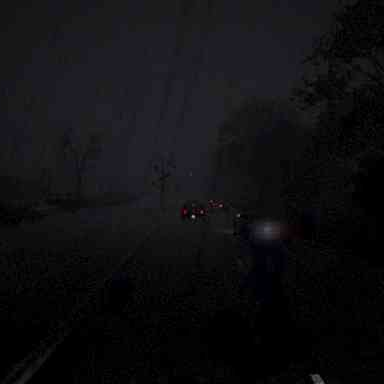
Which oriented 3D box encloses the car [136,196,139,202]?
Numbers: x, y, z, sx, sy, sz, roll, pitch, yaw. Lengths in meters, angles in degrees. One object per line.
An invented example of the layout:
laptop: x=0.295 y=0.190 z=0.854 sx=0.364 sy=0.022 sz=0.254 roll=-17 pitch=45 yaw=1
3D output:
car: x=-13.717 y=1.198 z=64.291 sx=5.566 sy=2.045 sz=2.435 roll=-1 pitch=0 yaw=-20

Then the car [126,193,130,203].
car: x=-13.769 y=1.471 z=58.258 sx=4.674 sy=1.452 sz=2.002 roll=-1 pitch=0 yaw=-20

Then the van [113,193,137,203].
van: x=-13.602 y=1.232 z=67.328 sx=4.442 sy=1.987 sz=1.878 roll=-1 pitch=0 yaw=-19

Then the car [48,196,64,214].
car: x=-13.982 y=1.400 z=28.180 sx=5.366 sy=1.575 sz=1.946 roll=-1 pitch=0 yaw=-20

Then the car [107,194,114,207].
car: x=-13.803 y=1.399 z=46.253 sx=4.892 sy=1.521 sz=2.231 roll=-1 pitch=0 yaw=-20

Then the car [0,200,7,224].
car: x=-13.788 y=1.463 z=19.258 sx=4.792 sy=1.488 sz=2.163 roll=-1 pitch=0 yaw=-20

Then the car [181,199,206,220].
car: x=0.102 y=1.512 z=26.751 sx=1.895 sy=1.301 sz=4.718 roll=0 pitch=0 yaw=0

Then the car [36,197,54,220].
car: x=-13.636 y=1.403 z=25.313 sx=5.366 sy=1.575 sz=1.946 roll=-1 pitch=0 yaw=-20

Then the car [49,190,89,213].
car: x=-13.831 y=1.138 z=34.231 sx=5.566 sy=2.045 sz=2.435 roll=-1 pitch=0 yaw=-20

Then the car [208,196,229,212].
car: x=3.104 y=1.460 z=37.887 sx=1.994 sy=1.385 sz=4.181 roll=0 pitch=0 yaw=0

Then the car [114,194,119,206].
car: x=-13.819 y=1.434 z=49.237 sx=4.792 sy=1.488 sz=2.163 roll=-1 pitch=0 yaw=-20

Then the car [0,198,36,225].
car: x=-13.792 y=1.170 z=22.261 sx=5.566 sy=2.045 sz=2.435 roll=-1 pitch=0 yaw=-20

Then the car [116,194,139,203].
car: x=-13.627 y=1.343 z=70.305 sx=4.553 sy=1.767 sz=2.185 roll=-1 pitch=0 yaw=-19

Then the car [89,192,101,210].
car: x=-13.771 y=1.262 z=40.257 sx=4.553 sy=1.767 sz=2.185 roll=-1 pitch=0 yaw=-20

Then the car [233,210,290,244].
car: x=3.101 y=1.523 z=15.584 sx=1.994 sy=1.385 sz=4.181 roll=0 pitch=0 yaw=0

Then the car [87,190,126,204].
car: x=-13.819 y=1.162 z=52.241 sx=5.566 sy=2.045 sz=2.435 roll=-1 pitch=0 yaw=-20

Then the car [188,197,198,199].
car: x=0.104 y=1.424 z=42.893 sx=1.812 sy=1.442 sz=4.674 roll=0 pitch=0 yaw=0

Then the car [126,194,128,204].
car: x=-13.959 y=1.421 z=55.191 sx=5.366 sy=1.575 sz=1.946 roll=-1 pitch=0 yaw=-20

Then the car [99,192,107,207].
car: x=-13.831 y=1.267 z=43.243 sx=4.553 sy=1.767 sz=2.185 roll=-1 pitch=0 yaw=-20

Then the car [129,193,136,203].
car: x=-13.790 y=1.189 z=61.255 sx=5.566 sy=2.045 sz=2.435 roll=-1 pitch=0 yaw=-20
